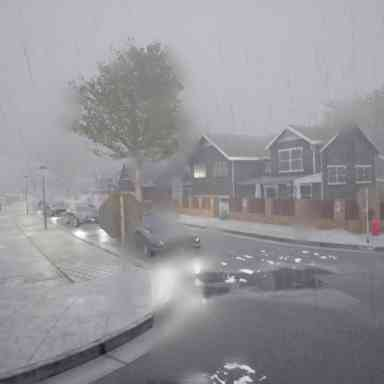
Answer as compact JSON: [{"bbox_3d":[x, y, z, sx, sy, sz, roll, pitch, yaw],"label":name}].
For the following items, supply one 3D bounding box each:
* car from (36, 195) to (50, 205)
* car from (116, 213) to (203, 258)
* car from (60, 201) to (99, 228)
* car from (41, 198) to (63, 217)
[{"bbox_3d":[-20.567,1.251,46.326,1.837,1.490,4.892,-3,1,-28],"label":"car"},{"bbox_3d":[-1.698,1.617,13.692,2.033,1.411,5.357,-3,2,-31],"label":"car"},{"bbox_3d":[-7.549,1.554,23.199,1.837,1.490,4.892,-3,1,-31],"label":"car"},{"bbox_3d":[-13.229,1.584,32.812,2.033,1.411,5.357,-3,1,-30],"label":"car"}]
